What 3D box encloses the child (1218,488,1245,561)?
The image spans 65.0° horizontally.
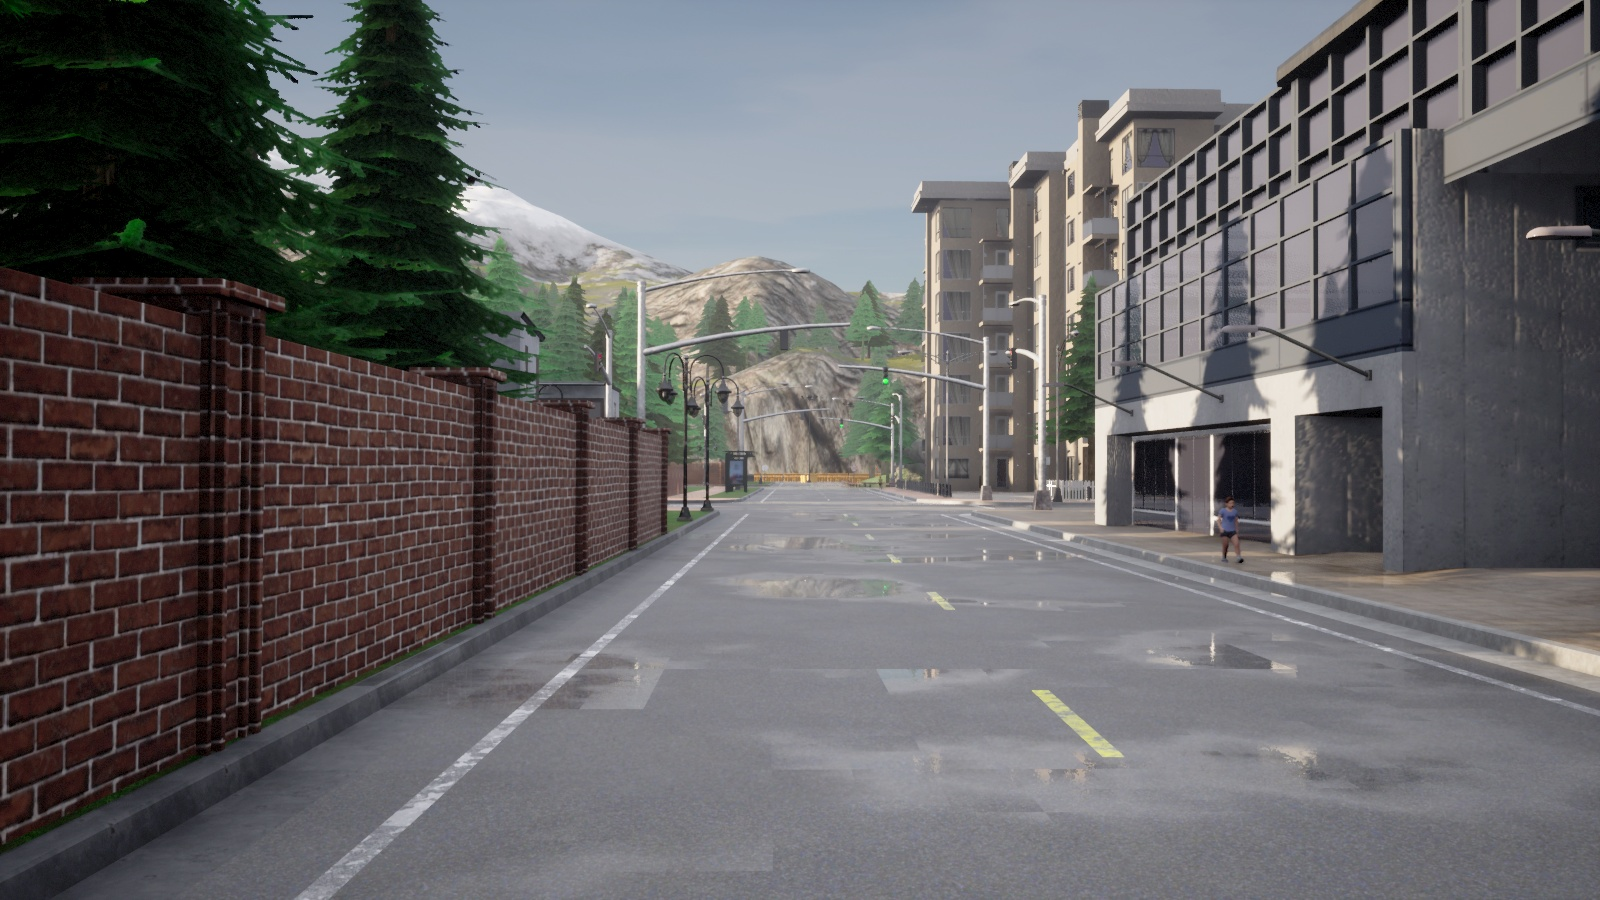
[{"bbox_3d":[6.734,1.157,19.613,0.255,1.110,0.394,0,-1,-3],"label":"child"}]
